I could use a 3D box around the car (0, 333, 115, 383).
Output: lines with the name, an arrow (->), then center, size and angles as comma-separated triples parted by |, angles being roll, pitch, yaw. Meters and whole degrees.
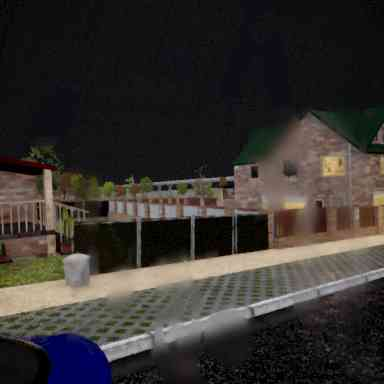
car -> -2.514, 1.527, 1.282 | 4.674, 1.442, 1.812 | 0, 0, -35
